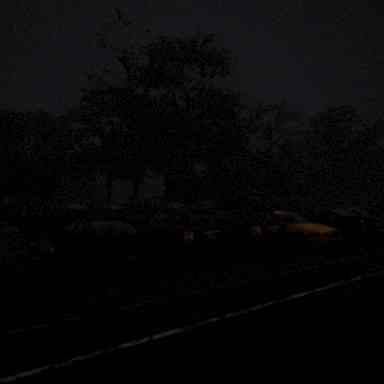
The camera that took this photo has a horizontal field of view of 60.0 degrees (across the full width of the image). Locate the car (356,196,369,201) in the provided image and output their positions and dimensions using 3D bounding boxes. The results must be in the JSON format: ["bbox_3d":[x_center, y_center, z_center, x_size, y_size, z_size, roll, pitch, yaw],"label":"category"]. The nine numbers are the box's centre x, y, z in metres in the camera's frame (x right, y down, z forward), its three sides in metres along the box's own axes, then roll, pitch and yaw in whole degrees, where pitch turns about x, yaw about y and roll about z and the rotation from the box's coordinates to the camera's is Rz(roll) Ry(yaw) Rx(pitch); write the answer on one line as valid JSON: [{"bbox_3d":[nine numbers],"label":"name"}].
[{"bbox_3d":[18.967,1.640,41.783,2.163,1.488,4.792,0,0,-35],"label":"car"}]

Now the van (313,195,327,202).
[{"bbox_3d":[12.146,1.346,37.041,1.878,1.987,4.442,0,0,-35],"label":"van"}]

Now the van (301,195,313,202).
[{"bbox_3d":[10.024,1.336,35.245,1.878,1.987,4.442,0,0,-35],"label":"van"}]

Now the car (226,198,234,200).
[{"bbox_3d":[0.927,1.521,28.915,2.097,1.535,5.008,0,0,-35],"label":"car"}]

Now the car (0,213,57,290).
[{"bbox_3d":[-5.157,1.502,8.550,2.002,1.452,4.674,0,0,-35],"label":"car"}]

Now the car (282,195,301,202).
[{"bbox_3d":[7.715,1.300,33.713,2.435,2.045,5.566,0,0,-35],"label":"car"}]

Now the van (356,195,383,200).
[{"bbox_3d":[23.328,1.434,44.991,1.878,1.987,4.442,1,0,-35],"label":"van"}]

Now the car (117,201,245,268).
[{"bbox_3d":[-0.612,1.356,11.740,2.185,1.767,4.553,0,0,-35],"label":"car"}]

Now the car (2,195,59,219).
[{"bbox_3d":[-10.449,1.220,20.799,2.435,2.045,5.566,0,0,-35],"label":"car"}]

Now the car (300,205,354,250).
[{"bbox_3d":[4.002,1.499,14.832,1.946,1.575,5.366,0,0,-35],"label":"car"}]

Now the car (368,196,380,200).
[{"bbox_3d":[21.118,1.661,43.312,2.163,1.488,4.792,1,0,-35],"label":"car"}]

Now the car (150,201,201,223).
[{"bbox_3d":[-1.437,1.551,27.244,2.002,1.452,4.674,0,0,-35],"label":"car"}]

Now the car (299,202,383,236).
[{"bbox_3d":[8.416,1.523,18.205,2.231,1.521,4.892,0,0,-35],"label":"car"}]

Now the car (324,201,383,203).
[{"bbox_3d":[10.790,1.529,19.657,1.946,1.575,5.366,0,0,-35],"label":"car"}]

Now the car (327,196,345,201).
[{"bbox_3d":[14.468,1.581,38.555,2.097,1.535,5.008,0,0,-35],"label":"car"}]

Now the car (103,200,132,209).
[{"bbox_3d":[-5.847,1.532,24.102,2.002,1.452,4.674,0,0,-35],"label":"car"}]

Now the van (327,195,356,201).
[{"bbox_3d":[16.805,1.369,40.077,1.878,1.987,4.442,0,0,-36],"label":"van"}]

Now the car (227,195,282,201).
[{"bbox_3d":[5.457,1.290,32.108,2.435,2.045,5.566,0,0,-35],"label":"car"}]

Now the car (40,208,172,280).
[{"bbox_3d":[-2.890,1.472,10.152,2.097,1.535,5.008,0,0,-35],"label":"car"}]

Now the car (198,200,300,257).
[{"bbox_3d":[1.651,1.366,13.349,2.185,1.767,4.553,0,0,-35],"label":"car"}]

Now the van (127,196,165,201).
[{"bbox_3d":[-3.760,1.275,25.732,1.878,1.987,4.442,0,0,-35],"label":"van"}]

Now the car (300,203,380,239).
[{"bbox_3d":[6.161,1.513,16.586,2.231,1.521,4.892,0,0,-35],"label":"car"}]

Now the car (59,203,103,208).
[{"bbox_3d":[-8.104,1.481,22.494,2.097,1.535,5.008,0,0,-35],"label":"car"}]
